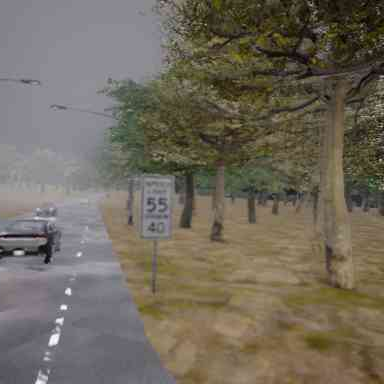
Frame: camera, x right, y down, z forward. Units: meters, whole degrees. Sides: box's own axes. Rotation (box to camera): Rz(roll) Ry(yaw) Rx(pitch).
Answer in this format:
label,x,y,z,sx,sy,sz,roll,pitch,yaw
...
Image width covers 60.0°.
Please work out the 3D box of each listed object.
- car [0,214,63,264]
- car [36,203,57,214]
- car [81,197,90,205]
label,x,y,z,sx,sy,sz,roll,pitch,yaw
car,-6.336,1.837,13.219,2.128,1.511,4.902,2,-2,-16
car,-18.559,2.159,42.589,2.097,1.767,4.553,2,-1,-16
car,-27.785,2.542,86.690,1.812,1.442,4.674,2,0,-16
